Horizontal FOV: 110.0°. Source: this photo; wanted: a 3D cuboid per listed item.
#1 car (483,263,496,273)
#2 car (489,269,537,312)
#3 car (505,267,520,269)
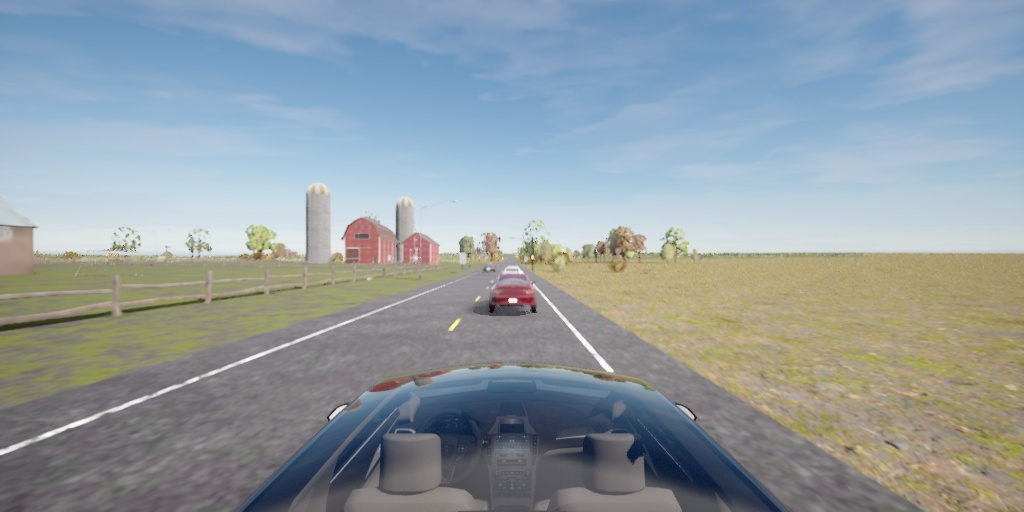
[{"bbox_3d":[-3.547,1.855,56.993,2.128,1.511,4.902,0,-1,1],"label":"car"},{"bbox_3d":[0.051,1.428,14.938,1.812,1.442,4.674,0,0,0],"label":"car"},{"bbox_3d":[0.052,1.596,29.883,1.812,1.442,4.674,0,0,0],"label":"car"}]
